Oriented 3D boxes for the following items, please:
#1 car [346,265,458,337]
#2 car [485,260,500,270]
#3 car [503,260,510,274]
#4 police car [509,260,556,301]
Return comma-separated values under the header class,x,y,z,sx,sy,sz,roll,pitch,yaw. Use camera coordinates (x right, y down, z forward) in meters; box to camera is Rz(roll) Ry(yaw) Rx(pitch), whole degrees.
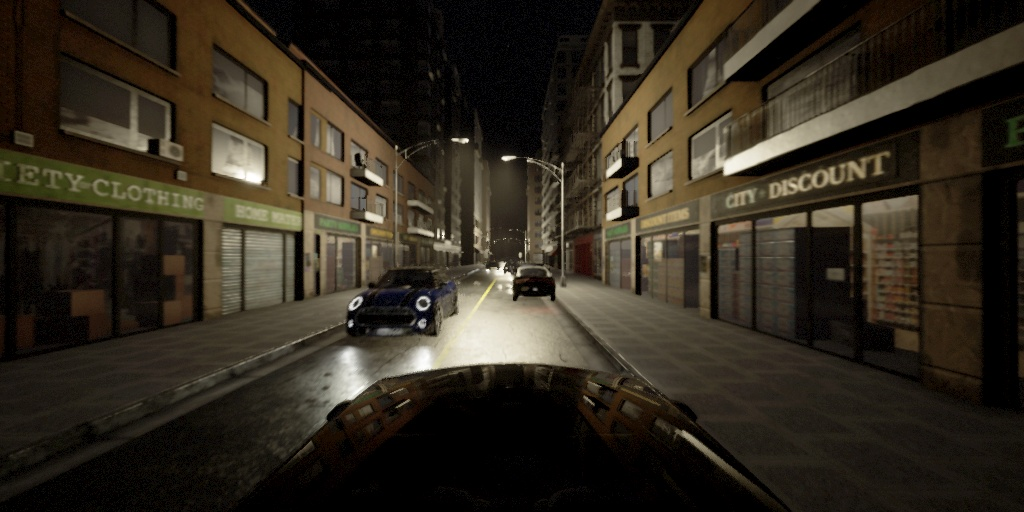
class,x,y,z,sx,sy,sz,roll,pitch,yaw
car,-2.852,1.093,10.233,2.097,1.767,4.553,0,0,0
car,-2.827,1.283,53.071,1.994,1.385,4.181,0,0,0
car,0.027,1.322,40.434,1.895,1.301,4.718,0,0,0
police car,0.958,1.160,17.347,1.930,1.638,5.238,0,0,0
